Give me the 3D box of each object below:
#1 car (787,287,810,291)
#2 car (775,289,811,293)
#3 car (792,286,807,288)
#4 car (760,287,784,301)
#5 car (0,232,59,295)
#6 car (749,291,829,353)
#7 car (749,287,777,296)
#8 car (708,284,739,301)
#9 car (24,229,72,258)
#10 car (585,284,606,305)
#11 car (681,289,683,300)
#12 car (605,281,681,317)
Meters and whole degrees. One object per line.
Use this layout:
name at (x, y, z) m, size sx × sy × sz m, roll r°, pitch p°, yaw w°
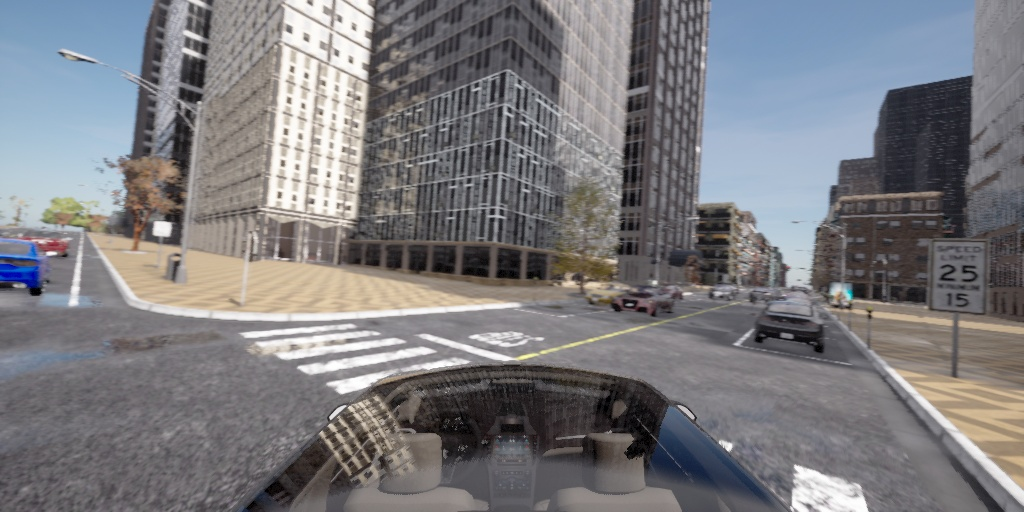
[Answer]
car at (23.051, 3.606, 29.044) m, size 1.888 × 1.381 × 4.507 m, roll 0°, pitch 0°, yaw 39°
car at (16.069, 2.916, 20.421) m, size 1.802 × 1.307 × 4.207 m, roll 0°, pitch 0°, yaw 39°
car at (26.650, 3.950, 33.487) m, size 1.751 × 1.417 × 4.829 m, roll 0°, pitch 0°, yaw 39°
car at (33.179, 4.782, 45.707) m, size 2.033 × 1.411 × 5.357 m, roll 3°, pitch -2°, yaw 40°
car at (-15.191, 0.200, 10.596) m, size 5.008 × 1.535 × 1.882 m, roll 4°, pitch -2°, yaw 40°
car at (9.087, 2.157, 11.799) m, size 2.007 × 1.370 × 4.403 m, roll 0°, pitch 0°, yaw 39°
car at (24.272, 3.797, 34.708) m, size 2.128 × 1.511 × 4.902 m, roll 3°, pitch -2°, yaw 40°
car at (20.765, 3.574, 35.298) m, size 2.128 × 1.511 × 4.902 m, roll 3°, pitch -2°, yaw 40°
car at (-30.328, -0.917, 23.282) m, size 4.553 × 1.767 × 2.097 m, roll 4°, pitch -2°, yaw 40°
car at (5.974, 2.200, 21.264) m, size 1.751 × 1.417 × 4.829 m, roll 0°, pitch 0°, yaw 39°
car at (13.063, 2.984, 30.019) m, size 1.802 × 1.307 × 4.207 m, roll 0°, pitch 0°, yaw 39°
car at (6.650, 2.177, 17.947) m, size 1.994 × 1.385 × 4.181 m, roll 3°, pitch -2°, yaw 39°
